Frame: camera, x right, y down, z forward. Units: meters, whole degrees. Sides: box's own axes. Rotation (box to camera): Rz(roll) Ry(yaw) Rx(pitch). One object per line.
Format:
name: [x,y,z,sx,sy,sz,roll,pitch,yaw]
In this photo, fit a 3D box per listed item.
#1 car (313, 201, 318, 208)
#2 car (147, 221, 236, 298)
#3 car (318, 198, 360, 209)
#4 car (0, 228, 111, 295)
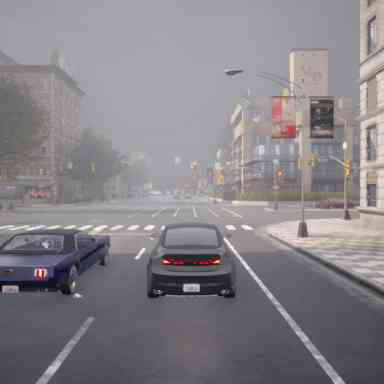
car: [19.282,1.525,46.338,4.674,1.442,1.812,0,0,0]
car: [-0.019,1.505,8.497,1.837,1.490,4.892,0,0,0]
car: [19.325,1.601,42.839,4.718,1.301,1.895,0,0,0]
car: [-3.518,1.601,8.675,1.895,1.301,4.718,0,0,0]
